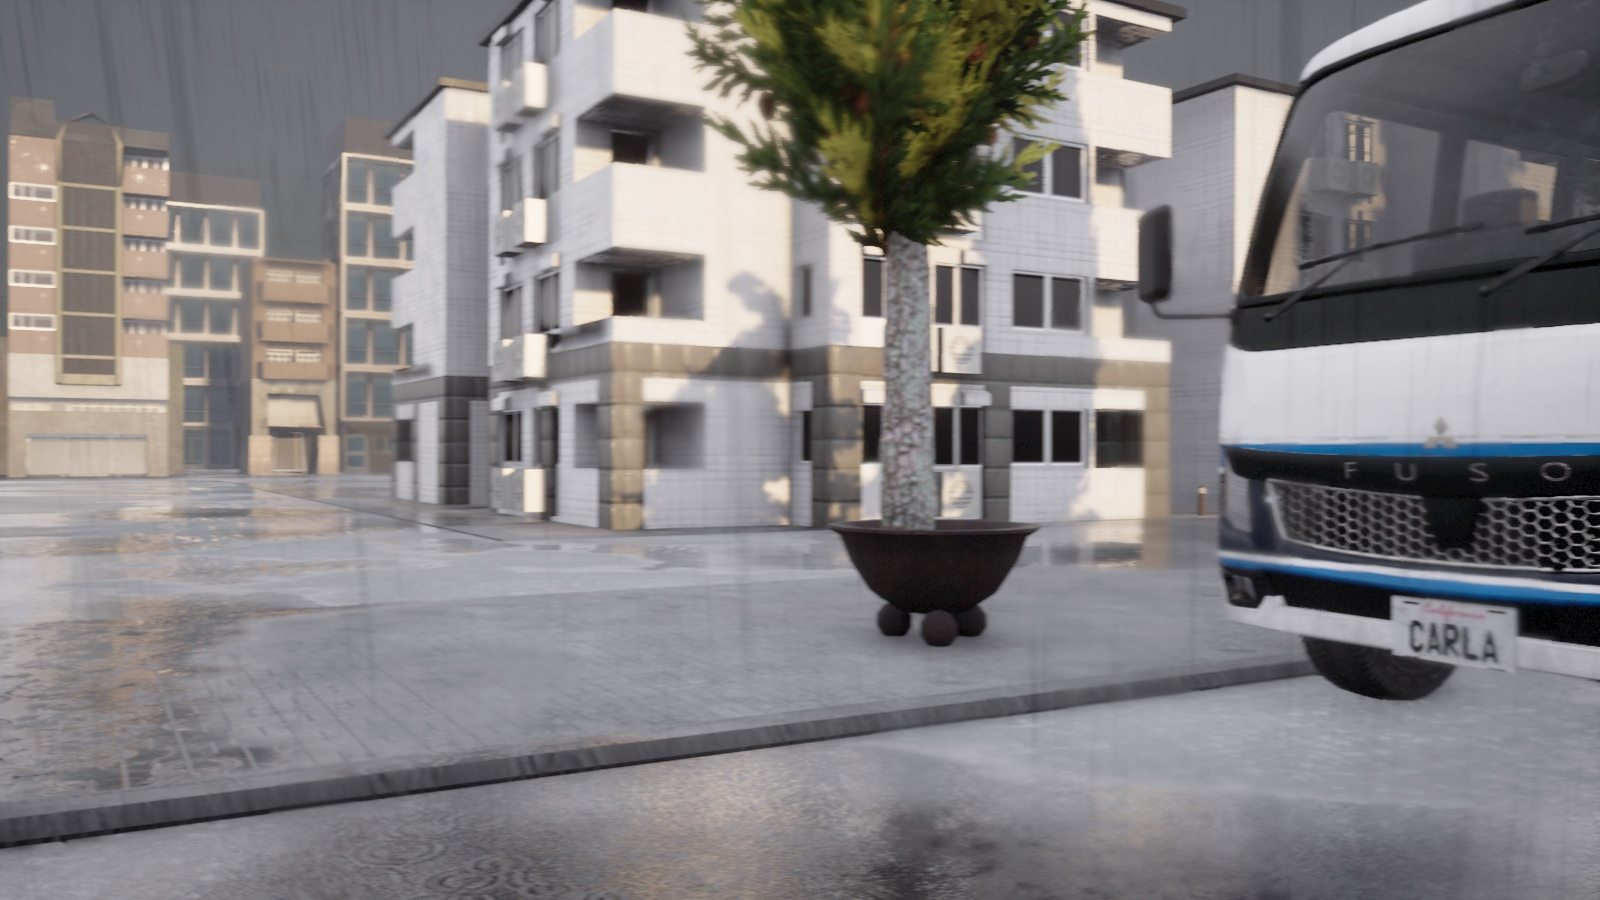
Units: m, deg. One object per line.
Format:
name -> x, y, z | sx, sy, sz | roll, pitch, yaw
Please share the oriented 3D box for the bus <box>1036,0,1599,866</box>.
bus -> 6.781, -0.630, 8.022 | 10.273, 4.253, 3.944 | 0, 0, -30
